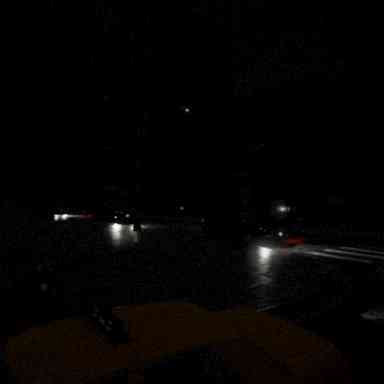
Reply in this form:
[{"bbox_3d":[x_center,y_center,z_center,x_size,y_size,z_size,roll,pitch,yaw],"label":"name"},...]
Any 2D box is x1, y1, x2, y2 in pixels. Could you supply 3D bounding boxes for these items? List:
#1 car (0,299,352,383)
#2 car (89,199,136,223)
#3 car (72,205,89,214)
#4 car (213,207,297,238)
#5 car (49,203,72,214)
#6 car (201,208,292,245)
[{"bbox_3d":[-0.824,1.525,2.202,4.829,1.417,1.752,0,1,-35],"label":"car"},{"bbox_3d":[-6.816,1.610,29.223,2.150,2.045,5.566,1,-2,-36],"label":"car"},{"bbox_3d":[-15.970,2.461,47.054,1.895,1.301,4.718,1,-2,-36],"label":"car"},{"bbox_3d":[3.572,1.696,19.869,1.882,1.535,5.008,2,-2,-36],"label":"car"},{"bbox_3d":[-18.682,2.307,45.940,2.128,1.511,4.902,1,-2,-35],"label":"car"},{"bbox_3d":[2.413,1.628,16.325,1.837,1.490,4.892,1,-2,-36],"label":"car"}]
